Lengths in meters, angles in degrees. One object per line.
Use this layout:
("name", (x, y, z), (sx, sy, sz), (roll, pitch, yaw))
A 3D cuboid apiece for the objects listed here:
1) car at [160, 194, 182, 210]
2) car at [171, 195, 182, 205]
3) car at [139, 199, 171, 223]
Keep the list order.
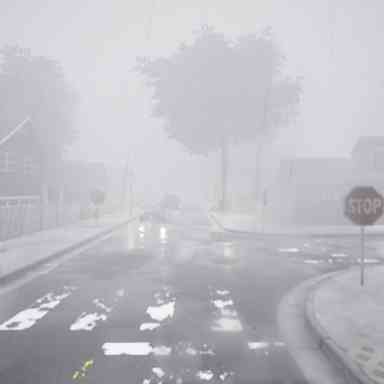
("car", (-2.875, 1.237, 43.561), (2.150, 2.045, 5.566), (0, 0, 0))
("car", (-2.788, 1.416, 60.443), (1.882, 1.535, 5.008), (0, 0, 0))
("car", (-2.866, 1.538, 25.707), (1.812, 1.442, 4.674), (0, 0, 0))
